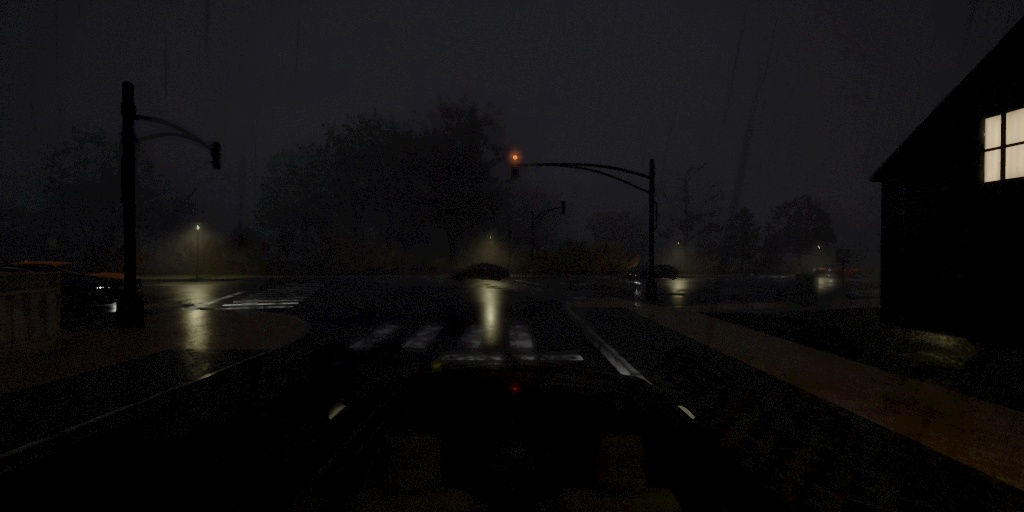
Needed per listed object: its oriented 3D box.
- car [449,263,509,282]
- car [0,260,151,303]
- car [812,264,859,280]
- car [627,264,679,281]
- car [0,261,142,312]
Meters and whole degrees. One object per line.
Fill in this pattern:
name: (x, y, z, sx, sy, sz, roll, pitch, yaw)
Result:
car: (-2.503, 1.235, 27.631, 4.674, 1.442, 1.812, 1, 0, -20)
car: (-18.328, 0.957, 14.409, 5.008, 1.535, 1.882, 1, 0, -21)
car: (35.793, 1.648, 39.717, 4.553, 1.767, 2.097, 1, 0, -15)
car: (12.938, 1.451, 32.931, 4.892, 1.490, 1.837, 1, 0, -18)
car: (-15.956, 1.019, 11.850, 4.902, 1.511, 2.128, 1, 0, -22)
